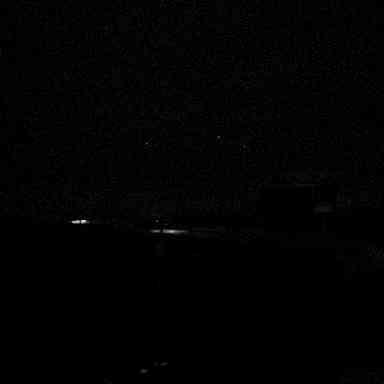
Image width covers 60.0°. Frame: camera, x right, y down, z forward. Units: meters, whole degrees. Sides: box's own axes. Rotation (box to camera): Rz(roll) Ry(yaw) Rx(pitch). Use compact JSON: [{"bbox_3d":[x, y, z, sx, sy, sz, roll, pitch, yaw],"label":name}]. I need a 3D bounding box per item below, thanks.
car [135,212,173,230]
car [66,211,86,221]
[{"bbox_3d":[-3.482,2.488,29.495,1.812,1.442,4.674,0,-2,-36],"label":"car"},{"bbox_3d":[-16.915,3.494,48.432,1.994,1.385,4.181,0,-2,-35],"label":"car"}]
